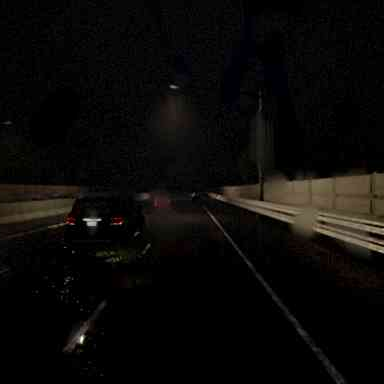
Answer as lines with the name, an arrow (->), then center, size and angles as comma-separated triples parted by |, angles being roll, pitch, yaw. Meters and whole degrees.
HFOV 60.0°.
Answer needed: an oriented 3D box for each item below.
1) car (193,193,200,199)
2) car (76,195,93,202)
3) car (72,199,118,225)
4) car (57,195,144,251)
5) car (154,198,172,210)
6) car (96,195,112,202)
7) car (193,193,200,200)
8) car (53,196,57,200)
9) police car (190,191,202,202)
car -> 1.034, 1.030, 85.117 | 1.801, 1.575, 5.366 | 0, 0, 0
car -> -21.013, 1.293, 65.296 | 1.895, 1.301, 4.718 | 0, 0, 0
car -> -6.904, 1.368, 24.301 | 1.882, 1.535, 5.008 | 0, 0, 0
car -> -3.403, 1.158, 13.986 | 2.150, 2.045, 5.566 | 0, 0, 0
car -> -3.407, 1.421, 39.789 | 1.895, 1.301, 4.718 | 0, 0, 0
car -> -17.513, 1.284, 66.130 | 1.895, 1.301, 4.718 | 0, 0, 0
car -> 1.036, 1.077, 79.117 | 1.801, 1.575, 5.366 | 0, 0, 0
car -> -24.516, 1.239, 62.532 | 1.812, 1.442, 4.674 | 0, 0, 0
police car -> 1.037, 1.108, 69.038 | 1.930, 1.638, 5.238 | 0, 0, 0
